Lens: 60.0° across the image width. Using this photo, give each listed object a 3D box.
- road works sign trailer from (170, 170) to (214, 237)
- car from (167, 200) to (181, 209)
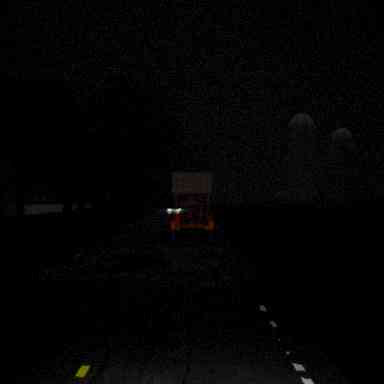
[{"bbox_3d":[0.006,0.545,18.696,2.380,3.560,2.880,0,0,0],"label":"road works sign trailer"},{"bbox_3d":[-2.802,1.913,52.108,1.994,1.385,4.181,0,-1,0],"label":"car"}]
